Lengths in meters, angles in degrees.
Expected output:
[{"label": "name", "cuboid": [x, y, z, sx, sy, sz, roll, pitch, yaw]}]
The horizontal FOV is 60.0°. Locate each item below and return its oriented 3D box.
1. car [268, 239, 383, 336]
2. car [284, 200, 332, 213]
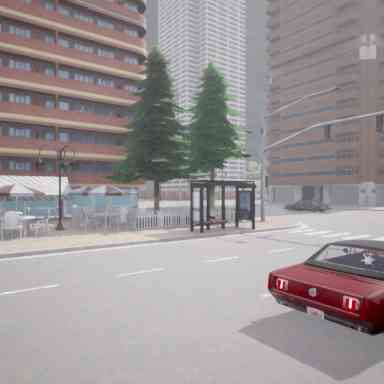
[{"label": "car", "cuboid": [3.733, 1.601, 6.473, 4.718, 1.301, 1.895, 0, 0, -36]}, {"label": "car", "cuboid": [13.256, 1.603, 38.316, 2.033, 1.411, 5.357, 0, 0, -35]}]
